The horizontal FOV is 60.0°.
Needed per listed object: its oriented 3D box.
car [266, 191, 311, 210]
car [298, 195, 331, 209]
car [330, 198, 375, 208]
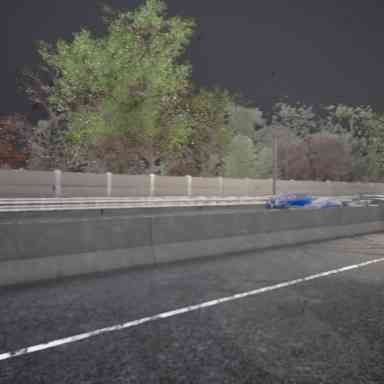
[{"bbox_3d":[9.820,0.911,33.169,5.566,2.045,2.150,0,1,-37],"label":"car"},{"bbox_3d":[12.131,1.273,30.536,4.674,1.442,1.812,0,1,-36],"label":"car"},{"bbox_3d":[13.671,1.367,27.319,4.181,1.385,1.994,0,1,-36],"label":"car"}]
